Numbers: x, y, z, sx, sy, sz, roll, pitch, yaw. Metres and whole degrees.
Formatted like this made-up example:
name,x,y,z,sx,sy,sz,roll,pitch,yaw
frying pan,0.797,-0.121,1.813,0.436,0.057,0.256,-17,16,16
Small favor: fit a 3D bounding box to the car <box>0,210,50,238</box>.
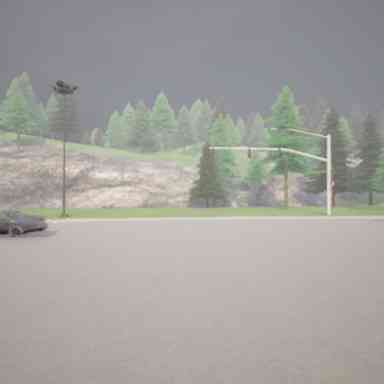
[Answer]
name,x,y,z,sx,sy,sz,roll,pitch,yaw
car,-10.357,1.635,17.281,5.357,1.411,2.033,0,0,-13
